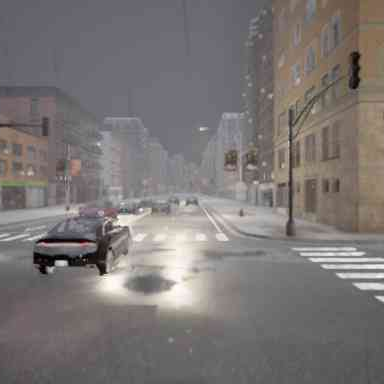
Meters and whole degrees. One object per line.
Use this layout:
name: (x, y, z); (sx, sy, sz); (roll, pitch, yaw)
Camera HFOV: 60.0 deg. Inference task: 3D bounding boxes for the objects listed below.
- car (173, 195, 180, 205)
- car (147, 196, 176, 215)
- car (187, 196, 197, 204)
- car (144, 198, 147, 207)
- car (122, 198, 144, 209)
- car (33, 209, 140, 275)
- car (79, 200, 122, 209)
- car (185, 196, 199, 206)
car: (-3.202, 1.438, 59.242); (2.097, 1.767, 4.553); (0, 0, 1)
car: (-3.147, 1.538, 35.087); (2.128, 1.511, 4.902); (0, 0, 0)
car: (0.002, 1.574, 64.779); (1.882, 1.535, 5.008); (0, 0, 0)
car: (-6.557, 1.616, 48.460); (2.033, 1.411, 5.357); (0, 0, 0)
car: (-6.582, 1.609, 34.285); (1.994, 1.385, 4.181); (0, 0, 1)
car: (-3.149, 1.505, 10.451); (2.128, 1.511, 4.902); (0, 0, 0)
car: (-6.570, 1.381, 23.013); (2.097, 1.767, 4.553); (0, 0, -1)
car: (0.001, 1.431, 54.744); (2.097, 1.767, 4.553); (0, 0, 0)
